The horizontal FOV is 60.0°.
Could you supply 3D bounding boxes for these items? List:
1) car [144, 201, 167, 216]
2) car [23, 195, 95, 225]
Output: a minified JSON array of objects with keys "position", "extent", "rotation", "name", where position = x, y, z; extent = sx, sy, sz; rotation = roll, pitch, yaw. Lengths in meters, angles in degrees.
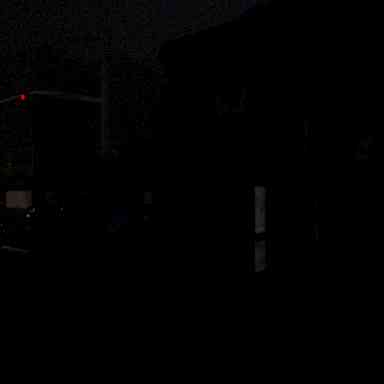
[{"position":[-3.818,1.614,33.101],"extent":[1.994,1.385,4.181],"rotation":[0,0,35],"name":"car"},{"position":[-9.590,1.272,24.956],"extent":[2.150,2.045,5.566],"rotation":[0,0,35],"name":"car"}]
